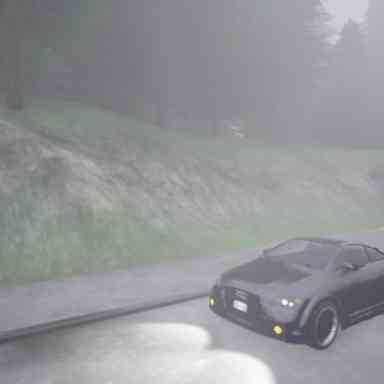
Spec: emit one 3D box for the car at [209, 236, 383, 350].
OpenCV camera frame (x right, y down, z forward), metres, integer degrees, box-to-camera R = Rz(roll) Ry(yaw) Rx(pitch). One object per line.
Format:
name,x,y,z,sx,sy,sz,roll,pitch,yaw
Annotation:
car,2.368,1.574,6.280,4.181,1.385,1.994,0,0,-35
